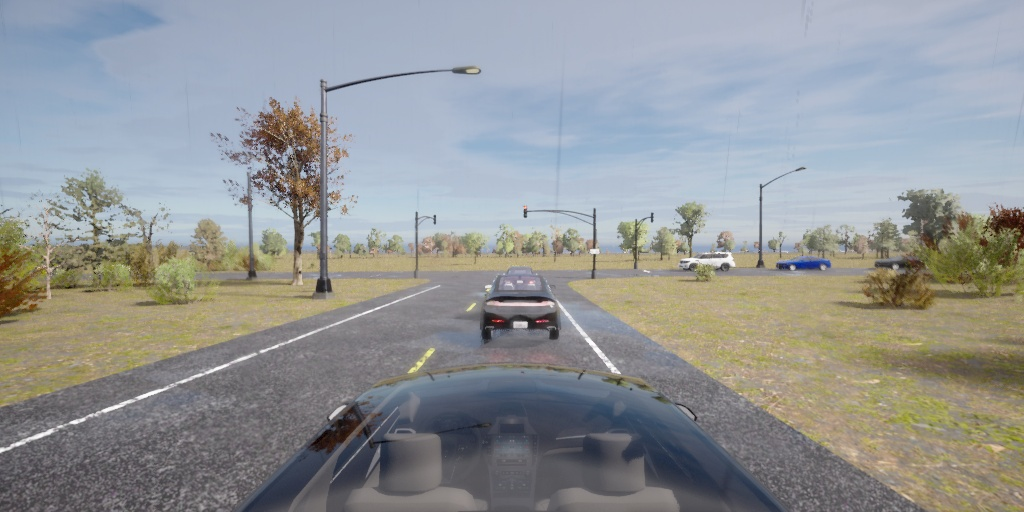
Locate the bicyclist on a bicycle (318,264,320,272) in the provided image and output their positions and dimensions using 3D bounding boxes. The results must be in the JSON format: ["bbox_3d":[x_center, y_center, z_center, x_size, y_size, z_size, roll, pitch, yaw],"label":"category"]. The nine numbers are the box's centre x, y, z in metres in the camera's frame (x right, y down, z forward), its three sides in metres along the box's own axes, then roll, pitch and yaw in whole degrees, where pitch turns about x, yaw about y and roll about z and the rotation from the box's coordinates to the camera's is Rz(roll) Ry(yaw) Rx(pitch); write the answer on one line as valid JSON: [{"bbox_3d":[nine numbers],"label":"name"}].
[{"bbox_3d":[-25.343,1.326,47.868,0.582,1.620,1.656,-1,0,5],"label":"bicyclist on a bicycle"}]

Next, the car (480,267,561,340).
[{"bbox_3d":[0.220,1.235,9.969,2.128,1.511,4.902,0,0,1],"label":"car"}]

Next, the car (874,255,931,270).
[{"bbox_3d":[41.568,0.671,38.012,5.008,1.535,1.882,-1,1,5],"label":"car"}]

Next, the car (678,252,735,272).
[{"bbox_3d":[21.548,0.629,39.791,5.566,2.045,2.150,-1,1,5],"label":"car"}]

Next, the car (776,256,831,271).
[{"bbox_3d":[31.545,0.776,38.908,5.008,1.535,1.882,-1,1,5],"label":"car"}]
